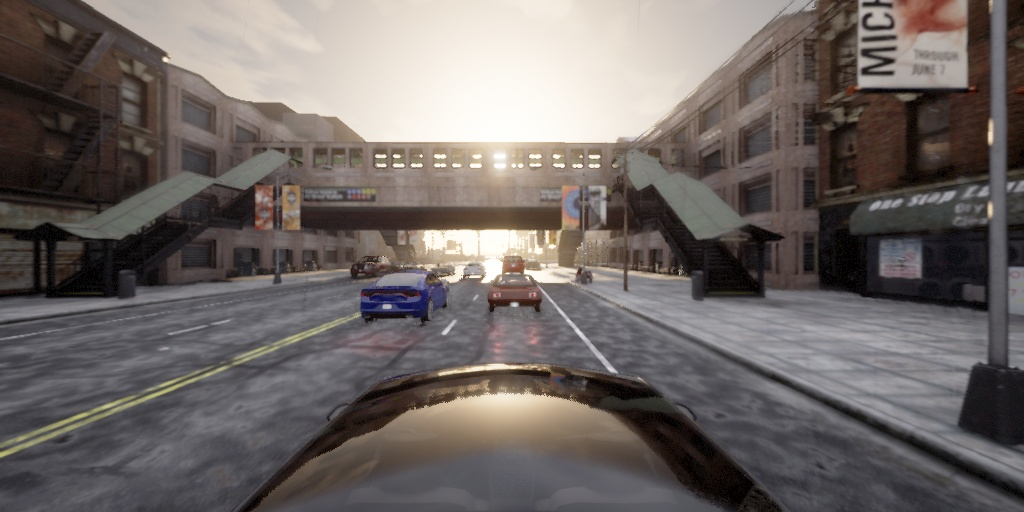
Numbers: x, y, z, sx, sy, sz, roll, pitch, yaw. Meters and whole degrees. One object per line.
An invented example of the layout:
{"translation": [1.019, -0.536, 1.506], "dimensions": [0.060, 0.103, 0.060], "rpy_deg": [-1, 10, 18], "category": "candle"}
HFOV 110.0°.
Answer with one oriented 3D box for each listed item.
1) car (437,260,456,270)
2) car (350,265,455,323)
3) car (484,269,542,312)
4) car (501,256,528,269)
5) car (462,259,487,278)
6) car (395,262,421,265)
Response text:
{"translation": [-7.061, 1.352, 36.864], "dimensions": [1.895, 1.301, 4.718], "rpy_deg": [0, 0, 0], "category": "car"}
{"translation": [-3.396, 1.228, 12.218], "dimensions": [1.882, 1.535, 5.008], "rpy_deg": [0, 0, 0], "category": "car"}
{"translation": [0.091, 1.350, 14.295], "dimensions": [1.895, 1.301, 4.718], "rpy_deg": [0, 0, 0], "category": "car"}
{"translation": [0.121, 0.973, 35.172], "dimensions": [2.150, 2.045, 5.566], "rpy_deg": [0, 0, 0], "category": "car"}
{"translation": [-3.397, 1.277, 33.209], "dimensions": [1.812, 1.442, 4.674], "rpy_deg": [0, 0, 0], "category": "car"}
{"translation": [-10.549, 1.314, 38.306], "dimensions": [1.994, 1.385, 4.181], "rpy_deg": [0, 0, 0], "category": "car"}
